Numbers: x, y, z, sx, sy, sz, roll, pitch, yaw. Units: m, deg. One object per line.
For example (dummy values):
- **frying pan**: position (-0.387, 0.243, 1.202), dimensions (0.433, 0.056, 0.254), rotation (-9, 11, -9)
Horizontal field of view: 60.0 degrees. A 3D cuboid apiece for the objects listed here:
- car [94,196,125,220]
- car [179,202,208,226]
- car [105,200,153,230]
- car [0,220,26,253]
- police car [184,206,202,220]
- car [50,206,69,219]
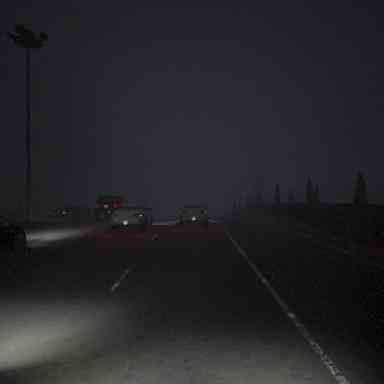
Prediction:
- **car**: position (-6.901, 1.408, 29.282), dimensions (2.150, 2.045, 5.566), rotation (0, -3, 0)
- **car**: position (0.099, 1.425, 22.114), dimensions (1.812, 1.442, 4.674), rotation (0, -1, 0)
- **car**: position (-3.402, 1.372, 19.335), dimensions (1.812, 1.442, 4.674), rotation (0, -1, 0)
- **car**: position (-6.901, 1.370, 10.071), dimensions (2.128, 1.511, 4.902), rotation (0, 1, 0)
- **police car**: position (0.098, 2.557, 40.310), dimensions (2.038, 1.542, 4.974), rotation (0, -6, 0)
- **car**: position (-14.001, 2.268, 36.728), dimensions (1.837, 1.490, 4.892), rotation (0, -5, 0)
